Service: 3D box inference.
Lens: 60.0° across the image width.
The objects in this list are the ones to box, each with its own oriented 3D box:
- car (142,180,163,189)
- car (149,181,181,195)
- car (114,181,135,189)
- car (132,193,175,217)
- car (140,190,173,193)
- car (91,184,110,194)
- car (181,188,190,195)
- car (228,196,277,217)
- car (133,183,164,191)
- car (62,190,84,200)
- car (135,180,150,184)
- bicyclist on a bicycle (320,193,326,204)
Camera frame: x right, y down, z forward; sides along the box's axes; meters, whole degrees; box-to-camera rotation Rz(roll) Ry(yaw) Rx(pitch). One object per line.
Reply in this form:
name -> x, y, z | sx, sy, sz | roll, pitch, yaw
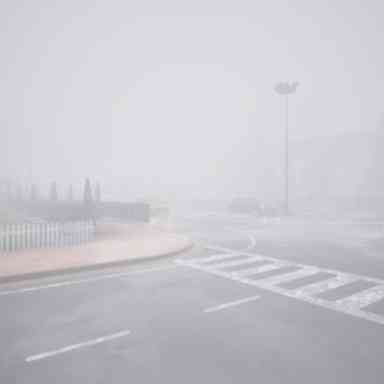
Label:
car -> -8.426, -1.594, 71.057 | 2.128, 1.511, 4.902 | 0, 8, -37
car -> -4.944, -0.481, 60.622 | 2.150, 2.045, 5.566 | 0, 7, -37
car -> -14.020, -1.486, 66.851 | 1.882, 1.535, 5.008 | 0, 8, -37
car -> -3.794, 1.242, 29.936 | 2.097, 1.767, 4.553 | 0, 0, -37
car -> -4.703, 1.025, 42.711 | 1.882, 1.535, 5.008 | 0, 3, -37
car -> -16.027, -0.574, 57.884 | 2.033, 1.411, 5.357 | 0, 7, -37
car -> -2.420, -0.173, 63.092 | 1.895, 1.301, 4.718 | 0, 7, -37
car -> 5.323, 1.202, 29.513 | 2.097, 1.767, 4.553 | 0, 0, -37
car -> -7.744, -0.129, 58.525 | 2.033, 1.411, 5.357 | 0, 7, -37
car -> -16.763, 0.407, 47.113 | 1.895, 1.301, 4.718 | 0, 6, -37
car -> -11.193, -1.735, 68.911 | 2.097, 1.767, 4.553 | 0, 8, -37
bicyclist on a bicycle -> 18.885, 0.998, 47.990 | 1.656, 1.620, 0.582 | -1, 1, -37
